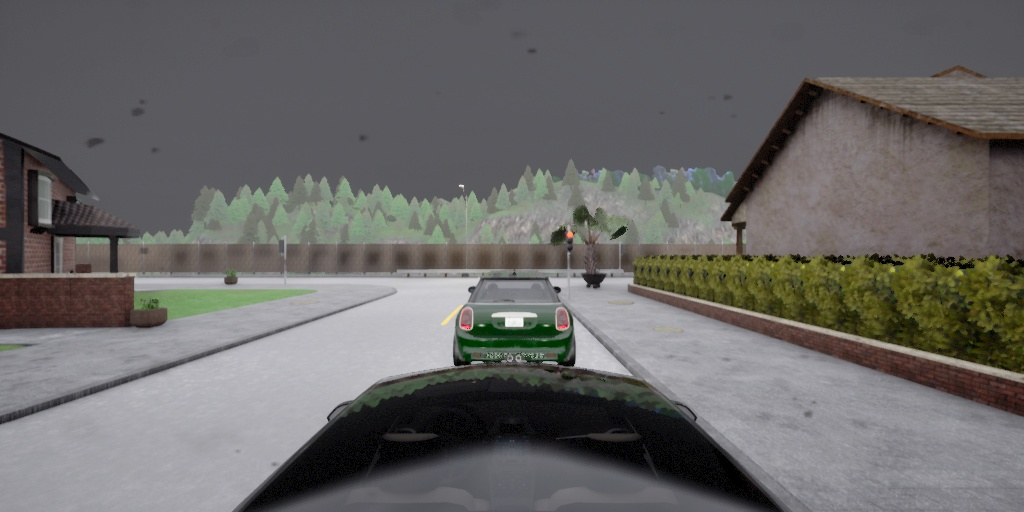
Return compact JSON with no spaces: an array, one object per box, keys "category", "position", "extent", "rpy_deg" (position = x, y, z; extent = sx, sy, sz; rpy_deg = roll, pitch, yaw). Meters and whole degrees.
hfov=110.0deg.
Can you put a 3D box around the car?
[{"category":"car","position":[0.057,1.096,7.952],"extent":[2.097,1.767,4.553],"rpy_deg":[0,0,0]}]
